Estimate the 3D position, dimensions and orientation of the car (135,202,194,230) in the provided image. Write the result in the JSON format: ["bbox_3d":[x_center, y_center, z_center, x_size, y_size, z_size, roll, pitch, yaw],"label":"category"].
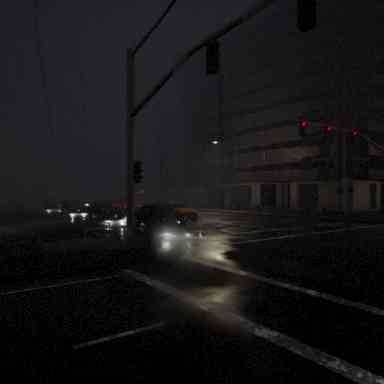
[{"bbox_3d":[-2.190,1.560,21.743,1.837,1.490,4.892,0,0,-36],"label":"car"}]

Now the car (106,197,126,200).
[{"bbox_3d":[-6.792,1.407,34.265,2.097,1.767,4.553,0,0,-35],"label":"car"}]

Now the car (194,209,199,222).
[{"bbox_3d":[-1.419,1.533,26.702,1.882,1.535,5.008,0,0,-35],"label":"car"}]

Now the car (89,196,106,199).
[{"bbox_3d":[-12.875,1.603,42.845,2.033,1.411,5.357,0,0,-35],"label":"car"}]

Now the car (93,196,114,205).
[{"bbox_3d":[-15.855,1.533,59.447,1.882,1.535,5.008,0,0,-35],"label":"car"}]

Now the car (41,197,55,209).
[{"bbox_3d":[-19.733,1.533,46.520,1.882,1.535,5.008,0,0,-35],"label":"car"}]

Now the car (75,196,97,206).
[{"bbox_3d":[-17.985,1.547,56.402,2.128,1.511,4.902,0,0,-35],"label":"car"}]

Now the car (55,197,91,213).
[{"bbox_3d":[-13.688,1.603,37.944,2.033,1.411,5.357,0,0,-35],"label":"car"}]

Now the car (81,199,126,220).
[{"bbox_3d":[-7.831,1.603,29.682,2.033,1.411,5.357,0,0,-35],"label":"car"}]
